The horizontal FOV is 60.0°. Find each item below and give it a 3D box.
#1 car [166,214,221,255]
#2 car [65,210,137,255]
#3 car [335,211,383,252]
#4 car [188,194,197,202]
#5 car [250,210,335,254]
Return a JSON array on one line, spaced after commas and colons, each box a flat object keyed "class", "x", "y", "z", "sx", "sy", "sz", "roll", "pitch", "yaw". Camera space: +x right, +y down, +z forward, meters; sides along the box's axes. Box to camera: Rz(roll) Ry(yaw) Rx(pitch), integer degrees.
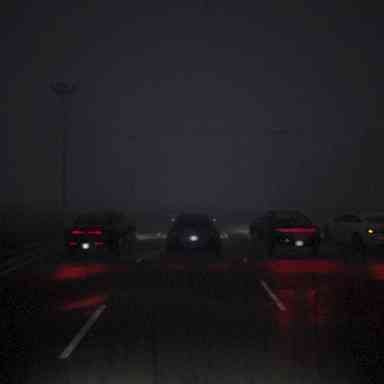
[{"class": "car", "x": 0.069, "y": 1.558, "z": 13.386, "sx": 1.994, "sy": 1.385, "sz": 4.181, "roll": 0, "pitch": 0, "yaw": 0}, {"class": "car", "x": -3.433, "y": 1.499, "z": 13.206, "sx": 1.837, "sy": 1.490, "sz": 4.892, "roll": 0, "pitch": 0, "yaw": 0}, {"class": "car", "x": 7.070, "y": 1.520, "z": 13.757, "sx": 1.812, "sy": 1.442, "sz": 4.674, "roll": 0, "pitch": 0, "yaw": 0}, {"class": "car", "x": 0.016, "y": 1.533, "z": 73.949, "sx": 1.994, "sy": 1.385, "sz": 4.181, "roll": 0, "pitch": 0, "yaw": 0}, {"class": "car", "x": 3.568, "y": 1.485, "z": 13.421, "sx": 2.128, "sy": 1.511, "sz": 4.902, "roll": 0, "pitch": 0, "yaw": 0}]
